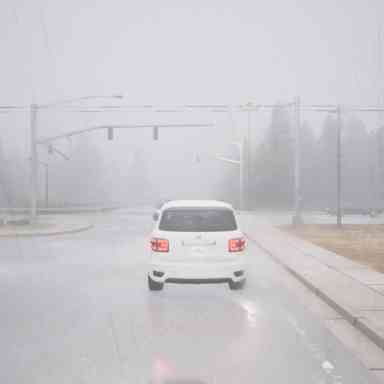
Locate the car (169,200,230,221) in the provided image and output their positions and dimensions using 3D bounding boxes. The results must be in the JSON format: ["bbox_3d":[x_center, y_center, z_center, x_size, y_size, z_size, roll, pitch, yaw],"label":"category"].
[{"bbox_3d":[0.559,1.503,28.367,4.902,1.511,2.128,0,1,37],"label":"car"}]

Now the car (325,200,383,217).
[{"bbox_3d":[14.882,1.518,30.593,4.902,1.511,2.128,0,0,1],"label":"car"}]

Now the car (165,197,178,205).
[{"bbox_3d":[-3.570,1.565,58.781,1.994,1.385,4.181,0,0,1],"label":"car"}]

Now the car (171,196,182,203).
[{"bbox_3d":[-3.293,1.535,72.783,2.033,1.411,5.357,0,0,1],"label":"car"}]

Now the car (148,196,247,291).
[{"bbox_3d":[0.062,1.218,9.178,2.150,2.045,5.566,0,0,-2],"label":"car"}]

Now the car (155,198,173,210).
[{"bbox_3d":[-3.613,1.563,43.663,1.994,1.385,4.181,0,0,0],"label":"car"}]
